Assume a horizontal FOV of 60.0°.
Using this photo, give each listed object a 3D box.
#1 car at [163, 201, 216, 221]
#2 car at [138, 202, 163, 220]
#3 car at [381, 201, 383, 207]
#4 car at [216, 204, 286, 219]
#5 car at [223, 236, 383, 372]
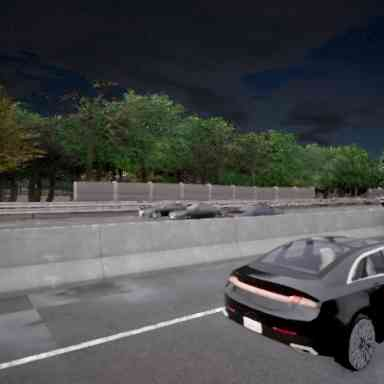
[{"bbox_3d":[0.417,1.581,25.824,4.674,1.442,1.812,0,0,-36],"label":"car"},{"bbox_3d":[-2.155,1.540,28.287,4.902,1.511,2.128,0,0,-36],"label":"car"},{"bbox_3d":[31.730,1.681,52.462,4.718,1.301,1.895,0,0,-35],"label":"car"},{"bbox_3d":[4.681,1.615,24.575,5.357,1.411,2.033,0,0,-36],"label":"car"},{"bbox_3d":[2.758,1.522,5.731,4.902,1.511,2.128,0,0,-36],"label":"car"}]
